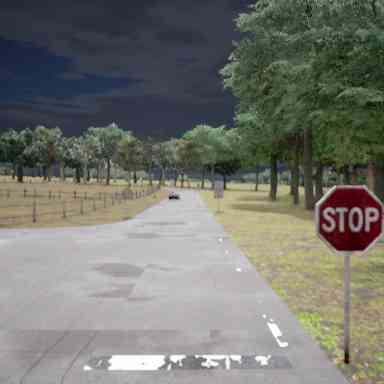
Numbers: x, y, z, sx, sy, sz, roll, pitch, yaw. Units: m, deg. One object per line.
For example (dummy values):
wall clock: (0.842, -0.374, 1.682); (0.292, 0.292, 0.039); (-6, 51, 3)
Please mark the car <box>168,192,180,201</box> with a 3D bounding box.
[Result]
car: (-2.898, 0.742, 54.775); (1.895, 1.301, 4.718); (0, 2, 0)
